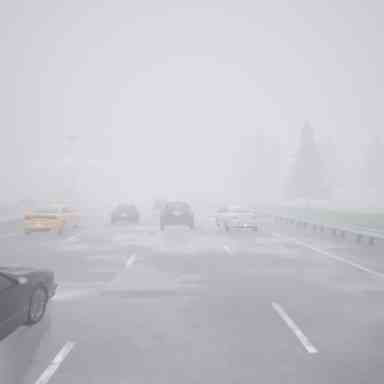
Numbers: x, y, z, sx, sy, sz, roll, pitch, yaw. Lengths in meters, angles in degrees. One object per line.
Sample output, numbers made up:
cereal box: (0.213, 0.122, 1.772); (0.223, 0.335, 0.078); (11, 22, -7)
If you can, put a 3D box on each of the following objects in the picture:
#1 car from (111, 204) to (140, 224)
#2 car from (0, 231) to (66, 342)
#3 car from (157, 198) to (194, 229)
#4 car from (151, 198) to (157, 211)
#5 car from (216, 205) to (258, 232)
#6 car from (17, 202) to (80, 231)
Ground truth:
car: (-4.976, 1.567, 25.280); (1.994, 1.385, 4.181); (0, 0, -7)
car: (-3.471, 1.549, 3.992); (2.033, 1.411, 5.357); (0, 0, -1)
car: (-1.073, 1.353, 21.825); (2.097, 1.767, 4.553); (0, 0, -5)
car: (-3.812, 1.508, 40.524); (1.837, 1.490, 4.892); (0, 0, -11)
car: (2.629, 1.526, 19.984); (1.812, 1.442, 4.674); (0, 0, -5)
car: (-7.817, 1.481, 18.959); (1.882, 1.535, 5.008); (0, 0, -5)
